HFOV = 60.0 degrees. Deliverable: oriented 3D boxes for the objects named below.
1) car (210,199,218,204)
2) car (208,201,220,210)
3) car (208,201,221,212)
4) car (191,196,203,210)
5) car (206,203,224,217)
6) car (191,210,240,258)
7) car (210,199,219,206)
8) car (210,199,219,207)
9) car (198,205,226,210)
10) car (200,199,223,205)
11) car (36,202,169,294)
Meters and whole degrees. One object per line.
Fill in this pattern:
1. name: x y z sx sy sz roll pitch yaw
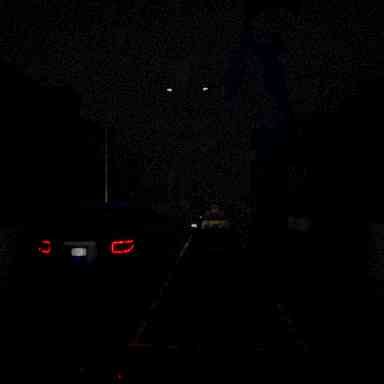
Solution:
1. car: 5.790 2.464 86.498 2.008 1.369 4.403 0 -1 4
2. car: 3.539 2.068 52.528 1.802 1.307 4.206 0 -1 4
3. car: 3.175 1.948 47.036 1.752 1.417 4.829 0 -1 4
4. car: 0.983 1.722 52.499 2.150 2.045 5.566 0 -1 4
5. car: 2.413 1.878 35.543 1.802 1.307 4.206 0 -1 4
6. car: 0.913 1.619 12.896 2.008 1.369 4.403 0 -1 4
7. car: 4.665 2.237 69.513 1.887 1.381 4.507 0 -1 4
8. car: 4.300 2.150 64.021 1.752 1.417 4.829 0 -1 4
9. car: 1.299 1.649 18.728 1.752 1.417 4.829 0 -1 4
10. car: 2.038 1.676 29.883 1.967 1.590 4.097 0 -1 4
11. car: -1.992 1.269 9.064 2.150 2.045 5.566 0 -1 4
